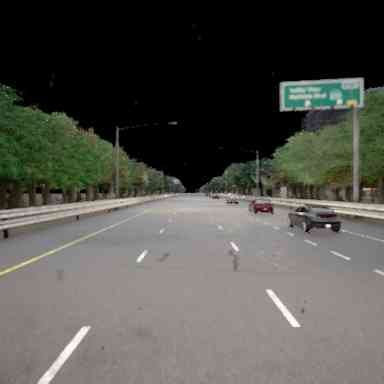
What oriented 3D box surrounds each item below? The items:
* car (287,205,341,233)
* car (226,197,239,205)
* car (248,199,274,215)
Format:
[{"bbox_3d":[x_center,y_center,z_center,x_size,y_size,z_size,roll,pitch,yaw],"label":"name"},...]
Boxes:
[{"bbox_3d":[7.016,1.503,19.531,1.837,1.490,4.892,0,0,0],"label":"car"},{"bbox_3d":[7.066,1.589,59.139,1.895,1.301,4.718,0,0,0],"label":"car"},{"bbox_3d":[7.035,1.488,34.327,1.882,1.535,5.008,0,0,0],"label":"car"}]
